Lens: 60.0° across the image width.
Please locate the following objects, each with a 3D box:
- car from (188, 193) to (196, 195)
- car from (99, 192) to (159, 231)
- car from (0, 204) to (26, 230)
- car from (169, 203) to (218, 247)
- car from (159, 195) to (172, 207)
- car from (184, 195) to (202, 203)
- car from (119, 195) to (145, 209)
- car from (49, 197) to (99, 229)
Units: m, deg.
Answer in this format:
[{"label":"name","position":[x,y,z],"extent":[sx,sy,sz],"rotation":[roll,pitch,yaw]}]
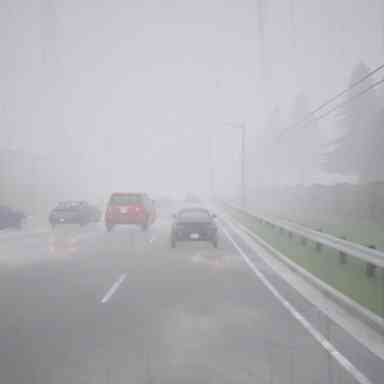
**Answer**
[{"label":"car","position":[-0.003,0.982,51.637],"extent":[1.837,1.490,4.892],"rotation":[0,1,0]},{"label":"car","position":[-3.406,1.023,19.220],"extent":[2.150,2.045,5.566],"rotation":[0,0,0]},{"label":"car","position":[-10.406,1.303,17.012],"extent":[1.882,1.535,5.008],"rotation":[0,0,0]},{"label":"car","position":[0.095,1.381,14.163],"extent":[1.812,1.442,4.674],"rotation":[0,0,0]},{"label":"car","position":[-3.414,1.119,39.954],"extent":[1.812,1.442,4.674],"rotation":[0,0,0]},{"label":"car","position":[0.090,1.262,33.257],"extent":[1.895,1.301,4.718],"rotation":[0,1,0]},{"label":"car","position":[-6.912,1.093,39.028],"extent":[2.128,1.511,4.902],"rotation":[0,1,0]},{"label":"car","position":[-6.906,1.285,20.121],"extent":[2.128,1.511,4.902],"rotation":[0,0,0]}]
